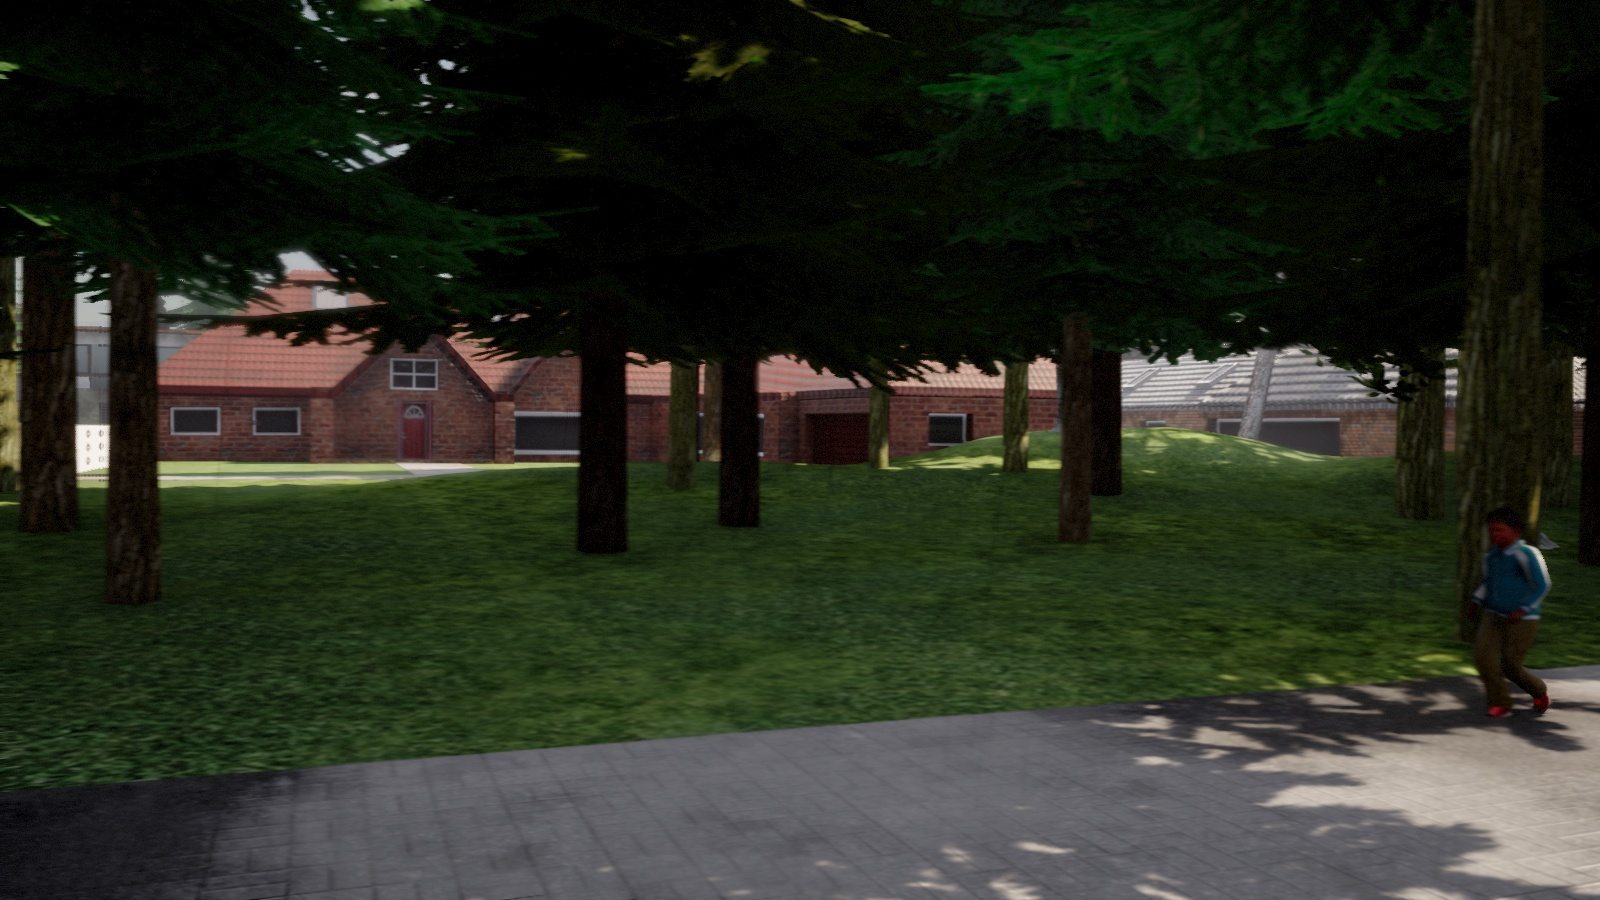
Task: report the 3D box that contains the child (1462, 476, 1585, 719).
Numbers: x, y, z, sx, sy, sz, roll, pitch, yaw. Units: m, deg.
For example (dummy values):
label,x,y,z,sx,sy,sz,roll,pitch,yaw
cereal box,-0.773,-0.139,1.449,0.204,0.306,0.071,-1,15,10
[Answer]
label,x,y,z,sx,sy,sz,roll,pitch,yaw
child,3.745,0.741,6.507,0.448,1.192,0.343,-1,1,-21
